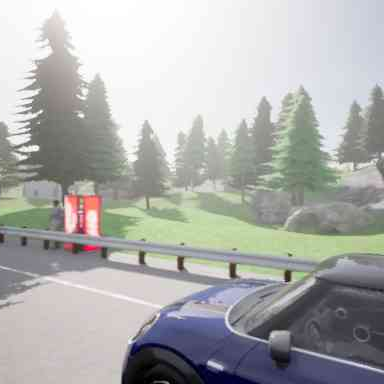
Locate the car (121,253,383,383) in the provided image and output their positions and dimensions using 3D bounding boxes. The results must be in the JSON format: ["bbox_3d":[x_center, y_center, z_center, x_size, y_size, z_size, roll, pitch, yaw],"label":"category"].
[{"bbox_3d":[1.522,1.345,2.791,4.553,1.767,2.097,0,0,35],"label":"car"}]

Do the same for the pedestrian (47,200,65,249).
[{"bbox_3d":[-5.070,1.208,12.505,0.375,1.860,0.375,0,0,32],"label":"pedestrian"}]

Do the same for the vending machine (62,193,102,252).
[{"bbox_3d":[-4.156,1.113,12.613,0.880,2.100,1.100,0,0,32],"label":"vending machine"}]
